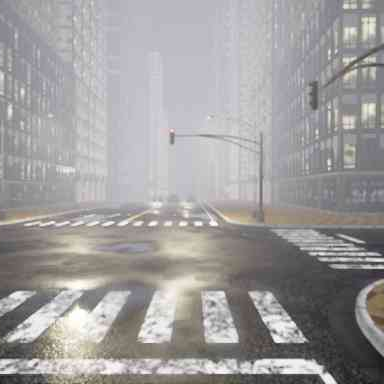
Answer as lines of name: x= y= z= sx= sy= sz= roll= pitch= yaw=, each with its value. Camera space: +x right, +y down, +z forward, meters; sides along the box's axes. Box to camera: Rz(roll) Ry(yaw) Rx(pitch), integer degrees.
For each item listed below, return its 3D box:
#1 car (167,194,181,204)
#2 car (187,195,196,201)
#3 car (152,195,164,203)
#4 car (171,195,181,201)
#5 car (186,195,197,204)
car: x=-3.316 y=1.204 z=60.727 sx=2.097 sy=1.767 sz=4.553 roll=0 pitch=0 yaw=0
car: x=-0.076 y=1.249 z=71.178 sx=1.994 sy=1.385 sz=4.181 roll=0 pitch=0 yaw=0
car: x=-6.570 y=1.342 z=64.922 sx=2.128 sy=1.511 sz=4.902 roll=0 pitch=0 yaw=0
car: x=-3.326 y=1.276 z=70.788 sx=1.895 sy=1.301 sz=4.718 roll=0 pitch=0 yaw=0
car: x=-0.066 y=1.453 z=61.207 sx=1.895 sy=1.301 sz=4.718 roll=0 pitch=0 yaw=0
